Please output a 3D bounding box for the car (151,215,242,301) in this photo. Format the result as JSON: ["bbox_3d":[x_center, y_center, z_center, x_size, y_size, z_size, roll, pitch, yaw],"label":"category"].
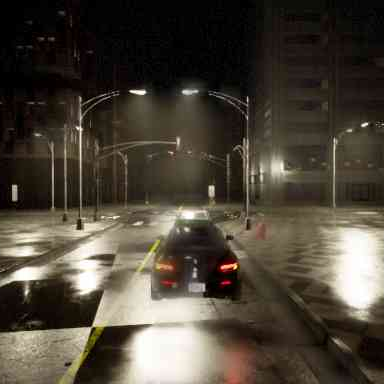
[{"bbox_3d":[0.086,1.523,8.186,1.812,1.442,4.674,0,0,0],"label":"car"}]

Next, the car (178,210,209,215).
[{"bbox_3d":[0.076,1.593,17.211,1.895,1.301,4.718,0,0,0],"label":"car"}]
